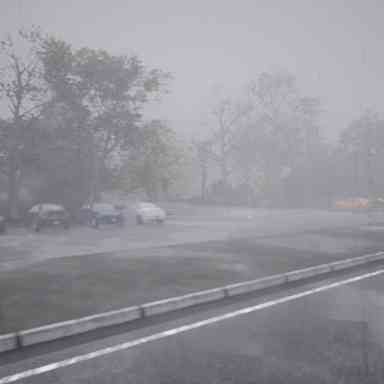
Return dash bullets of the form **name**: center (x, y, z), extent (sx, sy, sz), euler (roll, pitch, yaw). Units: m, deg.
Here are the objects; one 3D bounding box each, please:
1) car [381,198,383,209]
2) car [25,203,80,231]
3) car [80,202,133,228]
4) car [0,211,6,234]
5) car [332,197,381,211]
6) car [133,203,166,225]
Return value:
- **car**: center (24.129, 1.446, 43.733), extent (2.097, 1.535, 5.008), euler (0, 0, -35)
- **car**: center (-8.828, 1.448, 20.236), extent (2.231, 1.521, 4.892), euler (0, 0, -35)
- **car**: center (-6.169, 1.444, 22.145), extent (2.097, 1.535, 5.008), euler (0, 0, -35)
- **car**: center (-11.497, 1.489, 18.337), extent (2.002, 1.452, 4.674), euler (0, 0, -35)
- **car**: center (19.600, 1.430, 40.493), extent (2.097, 1.535, 5.008), euler (0, 0, -35)
- **car**: center (-3.600, 1.483, 23.965), extent (2.002, 1.452, 4.674), euler (0, 0, -35)
